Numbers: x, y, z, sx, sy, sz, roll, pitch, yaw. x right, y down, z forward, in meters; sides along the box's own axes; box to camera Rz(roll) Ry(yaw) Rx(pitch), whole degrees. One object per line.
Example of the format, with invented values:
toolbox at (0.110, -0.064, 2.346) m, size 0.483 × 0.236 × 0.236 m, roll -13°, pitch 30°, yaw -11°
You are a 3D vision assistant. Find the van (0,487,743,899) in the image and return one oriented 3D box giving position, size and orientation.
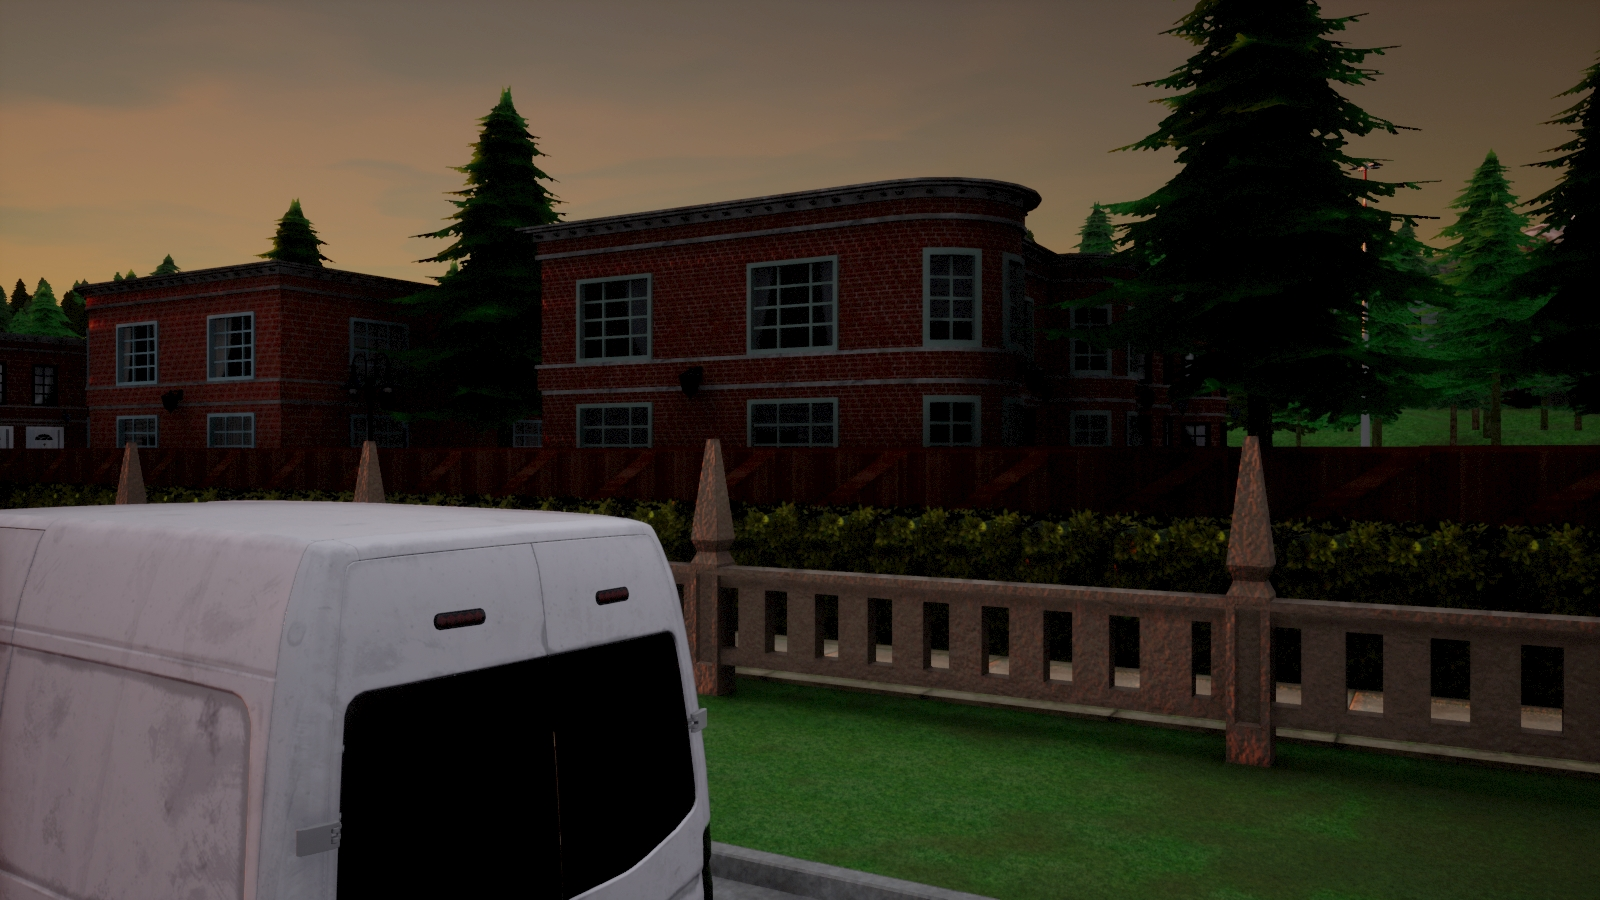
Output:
van at (-3.240, 1.534, 5.467) m, size 5.915 × 2.561 × 1.988 m, roll 0°, pitch 0°, yaw 34°

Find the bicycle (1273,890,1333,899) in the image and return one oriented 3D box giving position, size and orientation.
bicycle at (2.143, 2.060, 2.830) m, size 1.835 × 1.471 × 0.329 m, roll 0°, pitch 0°, yaw 30°
